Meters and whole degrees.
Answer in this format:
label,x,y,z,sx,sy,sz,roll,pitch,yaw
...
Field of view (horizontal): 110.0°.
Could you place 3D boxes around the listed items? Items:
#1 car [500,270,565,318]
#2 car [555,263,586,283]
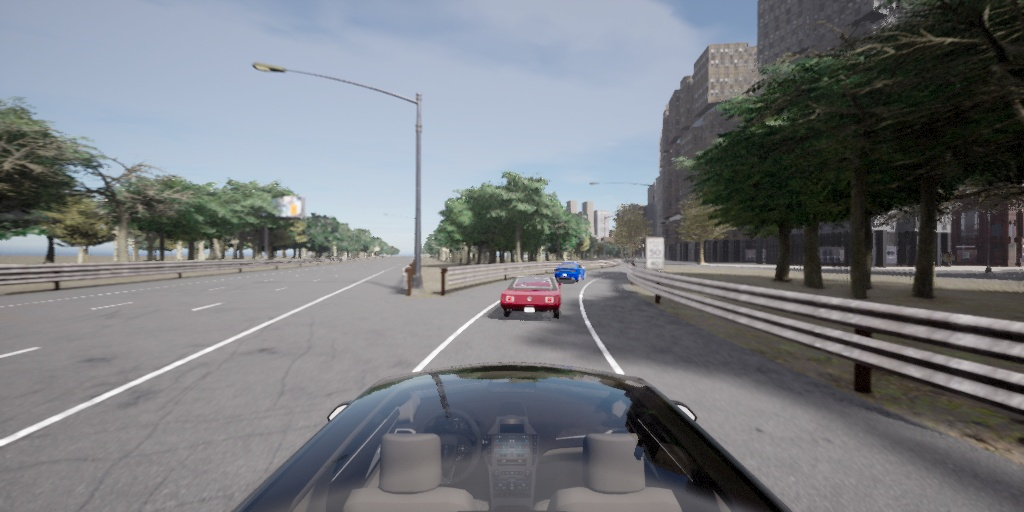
label,x,y,z,sx,sy,sz,roll,pitch,yaw
car,0.866,1.356,13.150,1.895,1.301,4.718,0,0,8
car,4.701,1.264,28.730,1.882,1.535,5.008,0,0,19
